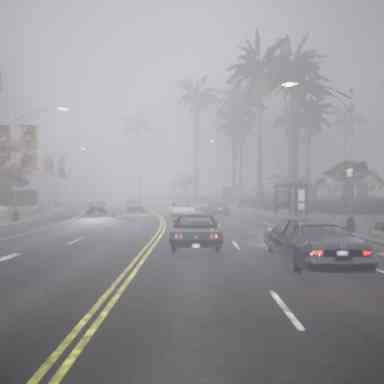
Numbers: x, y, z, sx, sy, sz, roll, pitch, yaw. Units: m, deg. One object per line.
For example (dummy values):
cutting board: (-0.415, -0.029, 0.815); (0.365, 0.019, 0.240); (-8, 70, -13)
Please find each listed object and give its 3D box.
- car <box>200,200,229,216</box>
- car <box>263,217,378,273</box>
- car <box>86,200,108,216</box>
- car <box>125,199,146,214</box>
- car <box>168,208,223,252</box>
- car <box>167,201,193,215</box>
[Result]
car: (2.031, 1.435, 30.990); (1.994, 1.385, 4.181); (0, 0, -11)
car: (3.630, 1.508, 10.483); (2.033, 1.411, 5.357); (0, 0, 0)
car: (-8.817, 1.458, 31.154); (1.895, 1.301, 4.718); (0, 0, -13)
car: (-5.890, 1.396, 33.981); (2.033, 1.411, 5.357); (0, 0, -15)
car: (0.132, 1.543, 13.606); (1.895, 1.301, 4.718); (0, 0, 0)
car: (-1.074, 1.477, 28.901); (1.895, 1.301, 4.718); (0, 0, -9)
